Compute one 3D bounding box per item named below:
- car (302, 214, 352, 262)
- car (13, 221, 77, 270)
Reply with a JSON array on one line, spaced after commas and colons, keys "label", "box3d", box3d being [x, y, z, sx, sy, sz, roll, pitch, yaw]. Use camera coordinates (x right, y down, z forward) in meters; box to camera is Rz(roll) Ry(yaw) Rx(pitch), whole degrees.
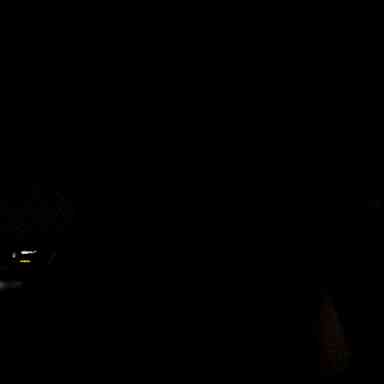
[{"label": "car", "box3d": [3.145, 1.499, 10.535, 4.892, 1.490, 1.837, 0, 0, -36]}, {"label": "car", "box3d": [-2.892, 1.502, 10.528, 4.892, 1.490, 1.837, 0, 0, -36]}]
